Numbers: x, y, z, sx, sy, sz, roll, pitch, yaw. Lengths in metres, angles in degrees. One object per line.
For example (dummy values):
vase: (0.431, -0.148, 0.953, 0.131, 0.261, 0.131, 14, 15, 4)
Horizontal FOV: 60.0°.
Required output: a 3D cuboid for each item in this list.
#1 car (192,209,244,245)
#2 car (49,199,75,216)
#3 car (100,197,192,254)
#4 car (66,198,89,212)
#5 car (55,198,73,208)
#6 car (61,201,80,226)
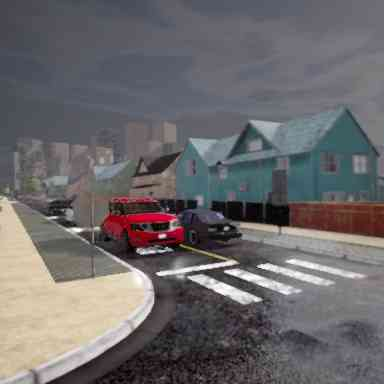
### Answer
car: (0.177, 1.529, 15.644, 2.033, 1.411, 5.357, -1, 0, -29)
car: (-13.892, 1.621, 34.919, 1.837, 1.490, 4.892, -1, 0, -29)
car: (-2.420, 1.262, 14.436, 2.150, 2.045, 5.566, -1, 0, -29)
car: (-14.575, 1.586, 42.071, 1.837, 1.490, 4.892, -1, 0, -30)
car: (-19.508, 1.680, 50.714, 1.994, 1.385, 4.181, -1, 0, -29)
car: (-8.117, 1.603, 24.579, 1.812, 1.442, 4.674, -1, 0, -30)
